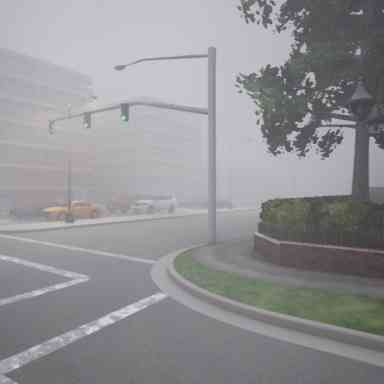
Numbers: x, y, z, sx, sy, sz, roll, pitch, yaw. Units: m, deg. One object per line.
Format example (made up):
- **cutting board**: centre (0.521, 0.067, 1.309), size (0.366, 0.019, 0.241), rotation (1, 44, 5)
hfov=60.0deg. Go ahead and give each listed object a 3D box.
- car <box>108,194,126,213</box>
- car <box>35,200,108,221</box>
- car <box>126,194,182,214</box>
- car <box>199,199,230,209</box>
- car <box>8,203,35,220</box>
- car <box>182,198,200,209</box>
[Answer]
- **car**: centre (-6.865, 1.210, 37.090), size (2.150, 2.045, 5.566), rotation (0, 0, 36)
- **car**: centre (-9.700, 1.468, 27.223), size (1.882, 1.535, 5.008), rotation (0, 0, 36)
- **car**: centre (-3.877, 1.212, 35.241), size (2.150, 2.045, 5.566), rotation (0, 0, 36)
- **car**: centre (3.455, 1.591, 45.333), size (1.895, 1.301, 4.718), rotation (0, 0, 36)
- **car**: centre (-12.848, 1.536, 28.842), size (2.033, 1.411, 5.357), rotation (0, 0, 36)
- **car**: centre (0.138, 1.535, 46.730), size (2.033, 1.411, 5.357), rotation (0, 0, 36)
